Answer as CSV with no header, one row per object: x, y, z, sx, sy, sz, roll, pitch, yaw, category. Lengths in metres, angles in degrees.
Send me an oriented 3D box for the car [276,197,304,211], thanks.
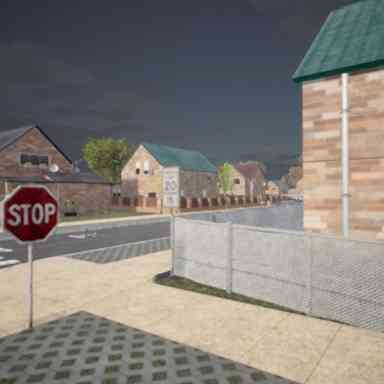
9.953,1.404,32.933,2.033,1.411,5.357,-1,0,36,car

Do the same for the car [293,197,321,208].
15.852,1.414,45.623,2.033,1.411,5.357,-1,0,36,car
